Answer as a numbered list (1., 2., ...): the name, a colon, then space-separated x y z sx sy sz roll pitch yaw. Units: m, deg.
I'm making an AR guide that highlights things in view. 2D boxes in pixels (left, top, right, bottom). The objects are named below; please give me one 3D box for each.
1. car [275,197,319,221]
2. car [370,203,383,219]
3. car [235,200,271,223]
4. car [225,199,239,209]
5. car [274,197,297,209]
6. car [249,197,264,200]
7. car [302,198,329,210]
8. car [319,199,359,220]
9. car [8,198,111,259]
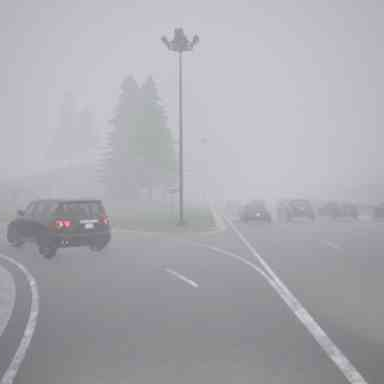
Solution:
1. car: 8.230 1.306 26.784 2.097 1.767 4.553 0 0 2
2. car: 15.157 1.419 24.752 1.837 1.490 4.892 0 0 2
3. car: 4.662 1.538 25.076 1.994 1.385 4.181 0 0 2
4. car: 5.373 1.572 43.292 1.895 1.301 4.718 0 0 2
5. car: 12.428 1.435 44.575 1.837 1.490 4.892 0 0 2
6. car: 8.989 1.428 46.235 1.882 1.535 5.008 0 0 2
7. car: 15.865 1.511 42.884 1.895 1.301 4.718 0 0 2
8. car: 11.746 1.425 27.115 2.128 1.511 4.902 0 0 2
9. car: -5.354 1.252 13.141 2.150 2.045 5.566 0 -1 -45
